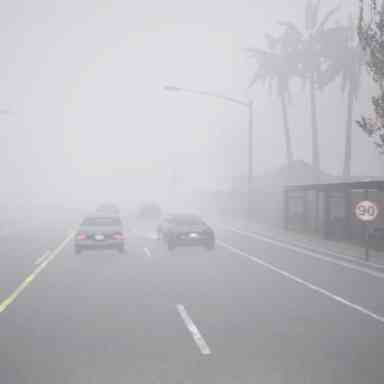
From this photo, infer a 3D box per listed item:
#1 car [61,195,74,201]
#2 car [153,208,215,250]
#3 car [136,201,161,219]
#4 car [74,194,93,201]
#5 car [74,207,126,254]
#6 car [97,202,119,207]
[{"bbox_3d":[-25.511,1.224,69.421,1.895,1.301,4.718,1,0,1],"label":"car"},{"bbox_3d":[-0.396,1.645,14.894,1.994,1.385,4.181,1,0,-13],"label":"car"},{"bbox_3d":[-3.882,1.509,29.638,1.882,1.535,5.008,1,0,-13],"label":"car"},{"bbox_3d":[-22.027,1.161,68.925,1.837,1.490,4.892,1,0,1],"label":"car"},{"bbox_3d":[-3.726,1.581,13.766,2.033,1.411,5.357,1,0,-13],"label":"car"},{"bbox_3d":[-7.237,1.551,28.611,1.994,1.385,4.181,1,0,-13],"label":"car"}]
